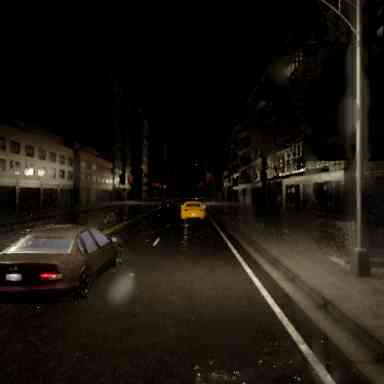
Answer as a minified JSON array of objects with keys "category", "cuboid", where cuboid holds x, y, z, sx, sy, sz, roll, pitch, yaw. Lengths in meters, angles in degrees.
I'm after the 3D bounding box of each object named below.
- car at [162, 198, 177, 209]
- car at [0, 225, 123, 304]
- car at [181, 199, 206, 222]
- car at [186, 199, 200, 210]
[{"category":"car","cuboid":[-3.139,1.591,46.159,1.812,1.442,4.674,0,0,0]},{"category":"car","cuboid":[-3.149,1.561,8.400,2.033,1.411,5.357,0,0,0]},{"category":"car","cuboid":[0.105,1.519,27.229,1.882,1.535,5.008,0,0,0]},{"category":"car","cuboid":[0.111,1.666,45.805,1.895,1.301,4.718,0,0,0]}]
